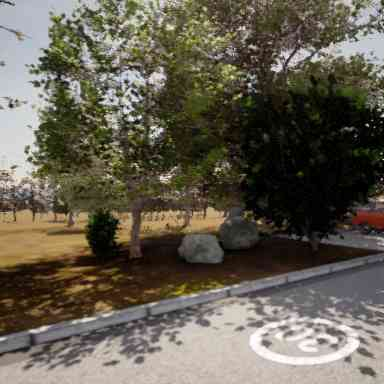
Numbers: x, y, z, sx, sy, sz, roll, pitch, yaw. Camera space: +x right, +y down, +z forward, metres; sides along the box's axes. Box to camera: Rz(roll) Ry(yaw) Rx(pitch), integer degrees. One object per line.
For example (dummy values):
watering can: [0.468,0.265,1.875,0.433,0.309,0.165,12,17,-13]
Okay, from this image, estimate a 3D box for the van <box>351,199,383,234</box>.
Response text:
van: [10.920,1.362,17.987,1.878,1.987,4.442,1,-1,-35]
